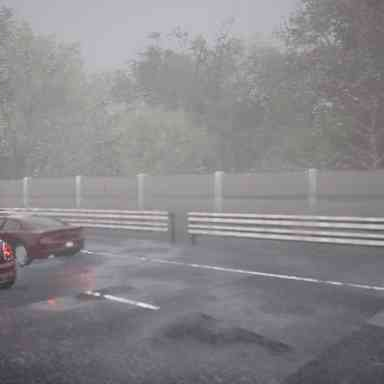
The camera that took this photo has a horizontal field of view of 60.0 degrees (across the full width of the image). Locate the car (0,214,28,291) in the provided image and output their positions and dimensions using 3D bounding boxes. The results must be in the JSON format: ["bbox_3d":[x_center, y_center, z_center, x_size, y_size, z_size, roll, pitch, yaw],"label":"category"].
[{"bbox_3d":[-6.236,1.394,7.753,4.553,1.767,2.097,0,0,31],"label":"car"}]

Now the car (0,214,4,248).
[{"bbox_3d":[-10.114,1.633,13.832,4.181,1.385,1.994,0,0,27],"label":"car"}]

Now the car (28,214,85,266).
[{"bbox_3d":[-5.995,1.515,11.599,5.008,1.535,1.882,-1,0,29],"label":"car"}]
